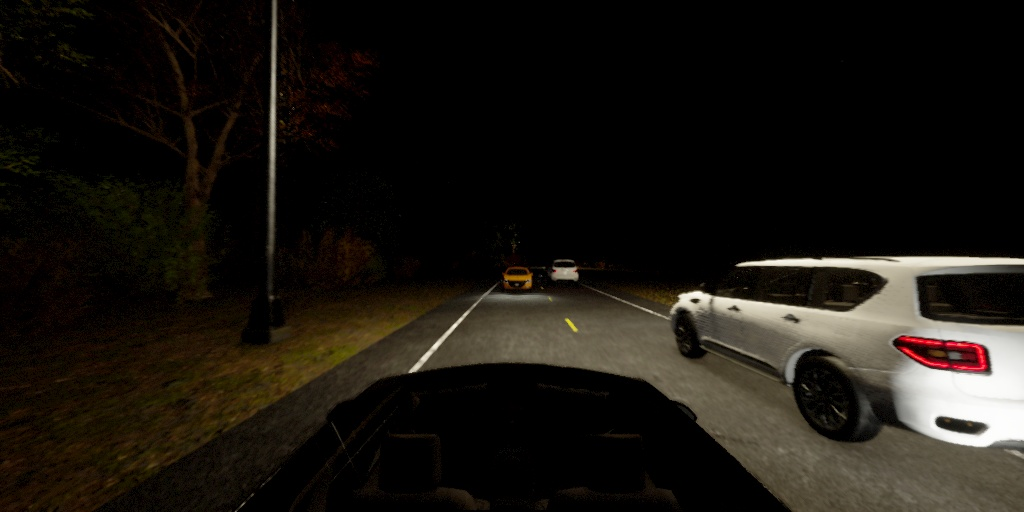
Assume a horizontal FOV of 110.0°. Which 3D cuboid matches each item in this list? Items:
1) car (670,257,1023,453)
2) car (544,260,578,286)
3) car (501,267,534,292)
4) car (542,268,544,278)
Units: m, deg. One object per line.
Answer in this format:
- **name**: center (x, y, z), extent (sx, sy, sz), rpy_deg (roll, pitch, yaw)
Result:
- **car**: center (4.553, 1.039, 5.567), extent (2.150, 2.045, 5.566), rpy_deg (0, -1, 0)
- **car**: center (4.087, 1.310, 29.482), extent (2.150, 2.045, 5.566), rpy_deg (0, 0, 2)
- **car**: center (0.368, 1.471, 23.847), extent (1.882, 1.535, 5.008), rpy_deg (0, -1, 2)
- **car**: center (4.582, 1.814, 41.967), extent (1.994, 1.385, 4.181), rpy_deg (0, -1, 4)
